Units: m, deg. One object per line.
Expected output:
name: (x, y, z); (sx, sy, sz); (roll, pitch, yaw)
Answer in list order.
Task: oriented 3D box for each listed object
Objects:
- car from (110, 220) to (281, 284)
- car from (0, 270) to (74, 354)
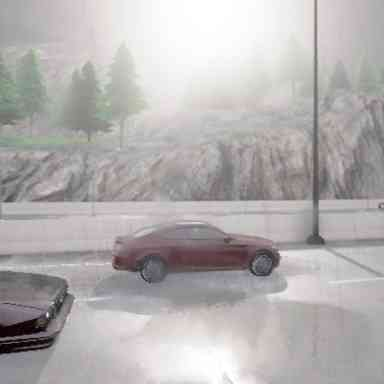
car: (0.131, 1.522, 9.238); (4.674, 1.442, 1.812); (0, 0, -13)
car: (-4.519, 1.547, 4.550); (5.357, 1.411, 2.033); (0, 0, -12)
